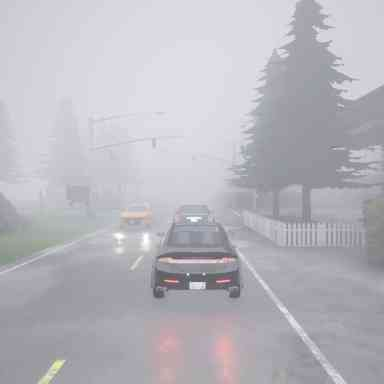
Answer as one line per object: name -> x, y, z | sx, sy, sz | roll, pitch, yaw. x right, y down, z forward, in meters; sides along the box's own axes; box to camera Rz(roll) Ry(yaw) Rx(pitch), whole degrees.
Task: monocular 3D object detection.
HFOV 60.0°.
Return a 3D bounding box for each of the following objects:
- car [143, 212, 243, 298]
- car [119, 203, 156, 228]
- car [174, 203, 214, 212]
car -> 0.097, 1.492, 8.477 | 2.128, 1.511, 4.902 | 0, 0, 0
car -> -3.508, 1.505, 22.103 | 1.882, 1.535, 5.008 | 0, 0, 0
car -> 0.094, 1.352, 17.631 | 2.097, 1.767, 4.553 | 0, 0, 0
